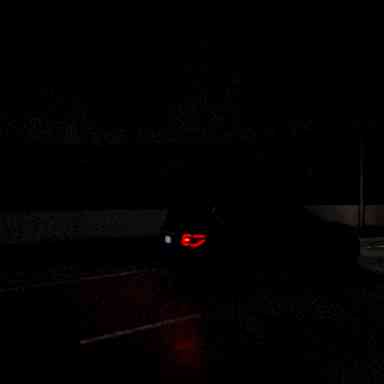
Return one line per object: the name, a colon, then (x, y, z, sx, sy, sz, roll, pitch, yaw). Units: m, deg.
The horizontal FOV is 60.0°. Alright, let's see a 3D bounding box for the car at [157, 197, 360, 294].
car: (1.848, 1.142, 8.696, 5.566, 2.045, 2.150, 0, 0, -27)
